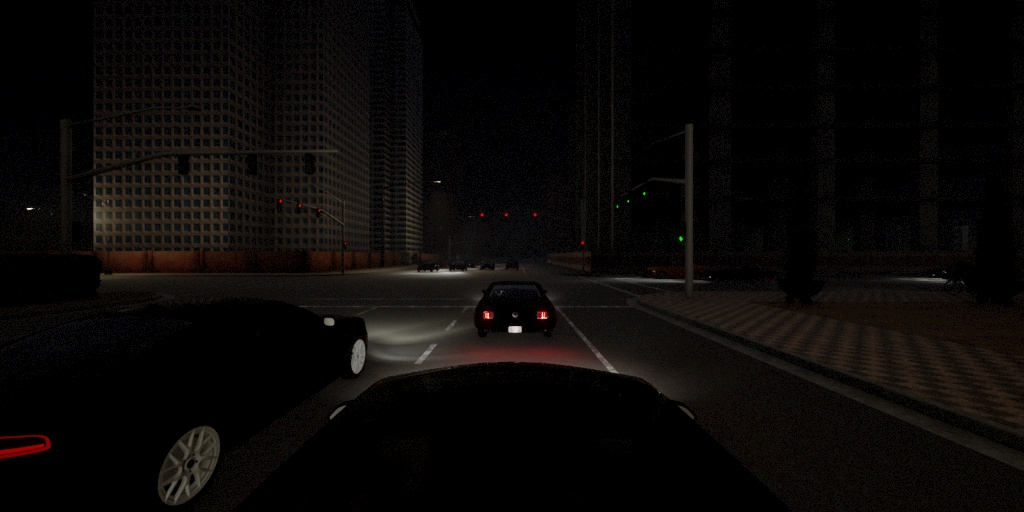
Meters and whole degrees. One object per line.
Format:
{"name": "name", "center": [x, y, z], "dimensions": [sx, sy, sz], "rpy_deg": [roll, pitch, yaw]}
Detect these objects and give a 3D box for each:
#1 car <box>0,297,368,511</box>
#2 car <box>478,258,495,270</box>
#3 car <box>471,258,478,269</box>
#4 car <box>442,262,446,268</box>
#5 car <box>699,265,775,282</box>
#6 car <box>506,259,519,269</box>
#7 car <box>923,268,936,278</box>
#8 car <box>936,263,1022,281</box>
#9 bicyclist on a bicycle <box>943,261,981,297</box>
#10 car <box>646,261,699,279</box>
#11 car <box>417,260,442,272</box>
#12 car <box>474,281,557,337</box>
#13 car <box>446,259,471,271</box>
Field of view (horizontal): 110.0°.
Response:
{"name": "car", "center": [-3.452, 1.228, 4.278], "dimensions": [1.882, 1.535, 5.008], "rpy_deg": [0, 0, 1]}
{"name": "car", "center": [-3.468, 1.350, 52.840], "dimensions": [1.895, 1.301, 4.718], "rpy_deg": [0, 0, 1]}
{"name": "car", "center": [-7.061, 1.256, 58.474], "dimensions": [1.837, 1.490, 4.892], "rpy_deg": [0, 0, 1]}
{"name": "car", "center": [-10.613, 1.350, 55.732], "dimensions": [1.895, 1.301, 4.718], "rpy_deg": [0, 0, 1]}
{"name": "car", "center": [17.909, 1.350, 28.430], "dimensions": [4.718, 1.301, 1.895], "rpy_deg": [0, 0, 0]}
{"name": "car", "center": [0.083, 1.227, 55.969], "dimensions": [1.882, 1.535, 5.008], "rpy_deg": [0, 0, 1]}
{"name": "car", "center": [40.053, 1.297, 31.765], "dimensions": [5.357, 1.411, 2.033], "rpy_deg": [0, 0, 1]}
{"name": "car", "center": [37.097, 1.275, 28.287], "dimensions": [4.674, 1.442, 1.812], "rpy_deg": [0, 0, 0]}
{"name": "bicyclist on a bicycle", "center": [20.758, 1.051, 16.429], "dimensions": [0.582, 1.620, 1.656], "rpy_deg": [0, 0, 0]}
{"name": "car", "center": [14.564, 1.228, 31.953], "dimensions": [5.008, 1.535, 1.882], "rpy_deg": [0, 0, 0]}
{"name": "car", "center": [-10.755, 1.227, 46.115], "dimensions": [1.882, 1.535, 5.008], "rpy_deg": [0, 0, 1]}
{"name": "car", "center": [0.074, 1.351, 10.227], "dimensions": [1.895, 1.301, 4.718], "rpy_deg": [0, 0, 0]}
{"name": "car", "center": [-7.223, 1.350, 48.465], "dimensions": [1.895, 1.301, 4.718], "rpy_deg": [0, 0, 1]}
